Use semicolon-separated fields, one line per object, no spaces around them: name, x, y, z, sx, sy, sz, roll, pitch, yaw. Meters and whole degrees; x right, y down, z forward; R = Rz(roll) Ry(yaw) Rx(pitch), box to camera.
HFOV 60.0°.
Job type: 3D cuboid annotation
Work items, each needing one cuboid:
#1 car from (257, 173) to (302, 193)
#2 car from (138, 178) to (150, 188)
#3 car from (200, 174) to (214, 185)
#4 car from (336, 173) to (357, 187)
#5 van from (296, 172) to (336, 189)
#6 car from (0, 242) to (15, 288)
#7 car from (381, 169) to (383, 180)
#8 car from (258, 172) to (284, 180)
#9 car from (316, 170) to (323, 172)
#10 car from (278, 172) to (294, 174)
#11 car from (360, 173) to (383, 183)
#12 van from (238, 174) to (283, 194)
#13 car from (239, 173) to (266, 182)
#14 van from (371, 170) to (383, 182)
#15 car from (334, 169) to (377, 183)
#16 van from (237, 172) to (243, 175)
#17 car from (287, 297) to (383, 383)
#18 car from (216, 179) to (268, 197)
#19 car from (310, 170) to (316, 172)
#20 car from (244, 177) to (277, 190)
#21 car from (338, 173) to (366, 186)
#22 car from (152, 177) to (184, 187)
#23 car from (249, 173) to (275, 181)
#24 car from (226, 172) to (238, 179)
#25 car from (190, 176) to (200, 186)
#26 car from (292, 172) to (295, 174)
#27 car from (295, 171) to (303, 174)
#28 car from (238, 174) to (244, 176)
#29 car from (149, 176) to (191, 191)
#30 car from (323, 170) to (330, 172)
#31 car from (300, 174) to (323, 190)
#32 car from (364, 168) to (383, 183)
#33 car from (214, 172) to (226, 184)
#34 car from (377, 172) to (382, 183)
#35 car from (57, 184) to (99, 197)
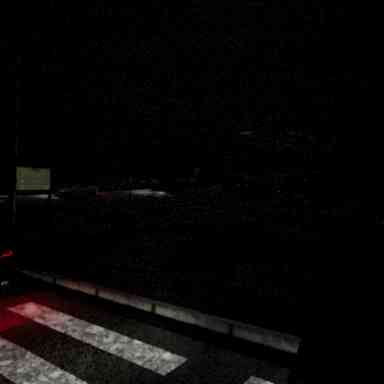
car;10.618;-0.976;42.828;5.566;2.045;2.435;4;7;32
car;-6.144;-1.382;51.222;4.674;1.452;2.002;2;5;30
car;0.644;-1.962;56.853;4.792;1.488;2.163;2;6;30
car;22.514;-1.660;51.991;4.892;1.521;2.231;4;7;32
van;17.870;-1.504;48.241;4.442;1.987;1.878;4;7;32
car;-6.205;1.471;8.018;5.008;1.535;1.882;1;0;37
car;41.256;-3.422;66.937;5.566;2.045;2.435;4;6;31
car;16.561;-3.310;69.863;5.008;1.535;2.097;2;5;31
car;27.941;-4.197;79.092;4.674;1.452;2.002;2;5;31
car;16.171;-2.418;61.283;4.674;1.442;1.812;-5;7;-39
car;34.097;-2.629;61.430;5.366;1.575;1.946;4;7;31
van;8.372;-0.756;40.936;4.442;1.987;1.878;4;7;32
car;12.019;-2.935;66.159;5.008;1.535;2.097;2;5;31
van;36.683;-3.025;63.137;4.442;1.987;1.878;4;7;31
car;27.264;-2.290;55.670;5.566;2.045;2.435;4;7;31
van;7.383;-2.786;62.481;4.442;1.987;1.878;2;6;31
car;3.116;1.212;1.212;5.566;2.045;2.150;-1;-1;35
car;5.896;-0.351;39.200;5.008;1.535;2.097;4;7;32
car;25.684;-4.179;77.211;4.553;1.767;2.185;2;6;31
car;9.760;-1.237;48.079;1.882;1.535;5.008;-4;6;-28
car;24.899;-1.821;53.838;4.792;1.488;2.163;4;7;32
car;-3.847;-1.581;53.082;4.792;1.488;2.163;2;5;30
car;14.319;-3.092;67.992;4.792;1.488;2.163;2;5;31
car;5.214;-2.370;60.583;5.008;1.535;2.097;2;5;30
car;-1.579;-1.925;54.936;4.553;1.767;2.185;2;6;30
car;18.840;-3.496;71.702;4.892;1.521;2.231;2;6;31
car;21.114;-3.682;73.545;4.892;1.521;2.231;2;6;31
car;10.527;-1.979;57.000;4.181;1.385;1.994;-4;7;-35
car;-3.028;-1.055;47.140;5.008;1.535;1.882;-5;7;-39
car;30.239;-4.534;80.891;4.553;1.767;2.185;2;6;31
car;15.369;-1.225;46.498;4.553;1.767;2.185;4;7;32
car;31.958;-2.673;59.418;5.566;2.045;2.435;4;7;31
car;2.966;-2.304;58.679;4.553;1.767;2.185;2;6;30
car;29.593;-2.232;57.583;4.892;1.521;2.231;4;7;31
car;-13.251;-0.242;38.771;4.674;1.442;1.812;-3;6;-38
